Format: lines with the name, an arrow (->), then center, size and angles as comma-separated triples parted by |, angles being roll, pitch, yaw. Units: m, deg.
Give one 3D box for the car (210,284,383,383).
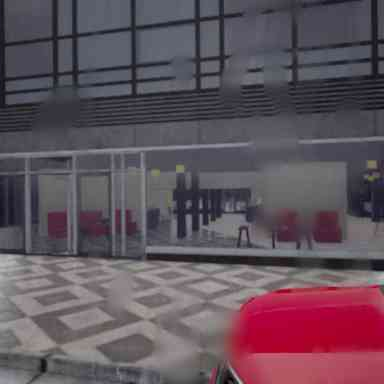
car -> 2.845, 1.225, 2.013 | 5.566, 2.045, 2.150 | 0, 0, 13
